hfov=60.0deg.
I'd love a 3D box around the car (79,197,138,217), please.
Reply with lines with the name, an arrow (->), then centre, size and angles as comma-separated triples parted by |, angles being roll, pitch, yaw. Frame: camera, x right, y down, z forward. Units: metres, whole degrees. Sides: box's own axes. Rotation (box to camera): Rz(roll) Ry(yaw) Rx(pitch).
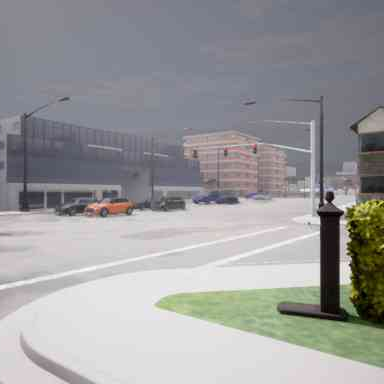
car -> -7.614, 1.300, 30.589 | 2.097, 1.767, 4.553 | 0, 0, 35

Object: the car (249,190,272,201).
car -> 12.403, 0.875, 59.117 | 1.895, 1.301, 4.718 | 0, 1, 35

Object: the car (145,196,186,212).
car -> -2.684, 1.239, 37.613 | 2.097, 1.767, 4.553 | 0, 1, 35

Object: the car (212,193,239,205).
car -> 5.222, 1.161, 48.905 | 1.994, 1.385, 4.181 | 0, 1, 35

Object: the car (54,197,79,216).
car -> -10.874, 1.305, 32.030 | 2.097, 1.767, 4.553 | 0, 0, 35

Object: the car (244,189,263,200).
car -> 12.293, 0.428, 64.989 | 2.150, 2.045, 5.566 | 0, 0, 35

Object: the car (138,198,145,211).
car -> -5.451, 1.431, 39.782 | 2.033, 1.411, 5.357 | 0, 1, 35

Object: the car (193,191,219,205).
car -> 2.333, 0.822, 50.883 | 2.150, 2.045, 5.566 | 0, 1, 35
